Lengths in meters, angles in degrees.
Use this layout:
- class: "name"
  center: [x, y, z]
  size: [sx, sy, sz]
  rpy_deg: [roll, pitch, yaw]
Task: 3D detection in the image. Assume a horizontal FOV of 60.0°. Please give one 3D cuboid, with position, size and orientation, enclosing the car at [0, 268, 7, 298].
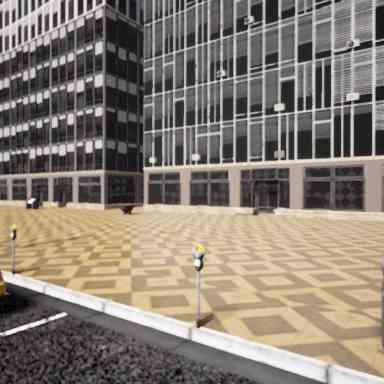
- class: "car"
  center: [-5.715, 1.523, 6.942]
  size: [4.829, 1.417, 1.752]
  rpy_deg: [0, 0, 35]
